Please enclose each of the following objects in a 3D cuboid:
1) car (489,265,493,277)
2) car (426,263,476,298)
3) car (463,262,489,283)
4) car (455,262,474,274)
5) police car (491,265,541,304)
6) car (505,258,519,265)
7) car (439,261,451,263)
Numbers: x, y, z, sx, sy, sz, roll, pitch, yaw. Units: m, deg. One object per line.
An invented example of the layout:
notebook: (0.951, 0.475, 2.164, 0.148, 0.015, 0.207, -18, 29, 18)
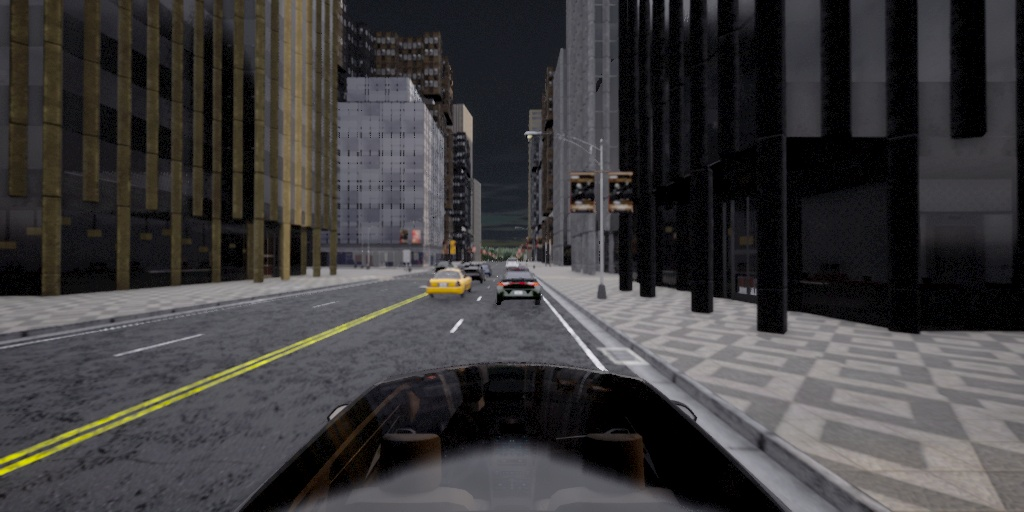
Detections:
car: (-3.270, 1.609, 41.312, 2.033, 1.411, 5.357, 0, 0, 0)
car: (-3.259, 1.349, 19.504, 1.801, 1.575, 5.366, 0, 0, 0)
car: (-3.264, 1.483, 30.313, 1.837, 1.490, 4.892, 0, 0, 0)
car: (-6.573, 1.632, 50.112, 1.837, 1.490, 4.892, 0, -1, 0)
police car: (0.285, 1.379, 17.310, 2.038, 1.542, 4.974, 0, -1, 0)
car: (0.052, 1.419, 61.535, 2.150, 2.045, 5.566, 0, -1, 0)
car: (-9.808, 1.489, 51.920, 2.097, 1.767, 4.553, 0, 0, 1)
